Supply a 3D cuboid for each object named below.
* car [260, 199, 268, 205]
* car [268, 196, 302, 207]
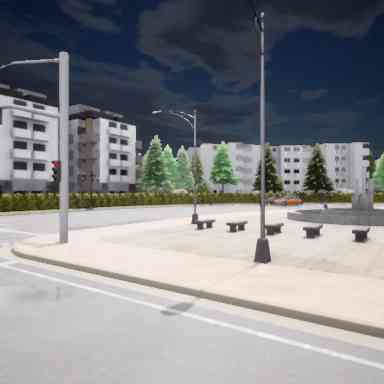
[{"bbox_3d":[13.546,1.562,55.004,4.892,1.490,1.837,0,0,-20],"label":"car"},{"bbox_3d":[14.798,1.413,51.736,4.553,1.767,2.097,0,0,-20],"label":"car"}]
